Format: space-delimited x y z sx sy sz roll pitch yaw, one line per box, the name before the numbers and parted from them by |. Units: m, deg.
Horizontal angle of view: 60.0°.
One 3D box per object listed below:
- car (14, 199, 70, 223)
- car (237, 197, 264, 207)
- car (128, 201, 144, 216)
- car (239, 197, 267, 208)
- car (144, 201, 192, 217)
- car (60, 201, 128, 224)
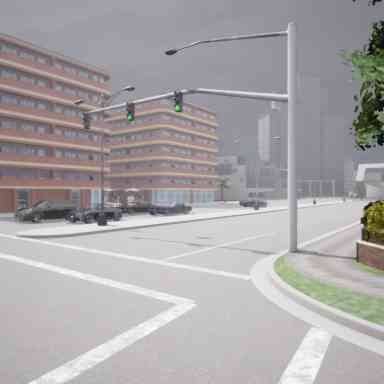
car | -11.107 1.350 25.582 2.097 1.767 4.553 0 0 36
car | 9.553 1.546 53.817 2.033 1.411 5.357 0 0 36
car | -5.554 1.599 33.202 1.895 1.301 4.718 0 0 36
car | 8.792 1.599 46.905 1.895 1.301 4.718 0 0 36
car | -2.070 1.599 32.034 1.895 1.301 4.718 0 0 36
car | -7.249 1.562 24.926 1.994 1.385 4.181 0 0 36
